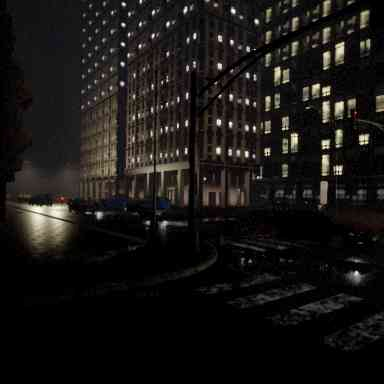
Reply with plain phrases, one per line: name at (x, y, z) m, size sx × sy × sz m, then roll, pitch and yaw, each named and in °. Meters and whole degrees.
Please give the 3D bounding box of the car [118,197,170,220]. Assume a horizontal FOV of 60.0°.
car at (-3.916, 1.428, 27.482) m, size 2.128 × 1.511 × 4.902 m, roll 1°, pitch -1°, yaw -35°

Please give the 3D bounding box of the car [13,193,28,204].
car at (-30.554, 1.155, 60.506) m, size 2.192 × 1.841 × 5.009 m, roll 1°, pitch -1°, yaw -35°

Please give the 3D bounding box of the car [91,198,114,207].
car at (-13.912, 1.586, 51.543) m, size 1.947 × 1.339 × 4.313 m, roll 1°, pitch -1°, yaw -35°

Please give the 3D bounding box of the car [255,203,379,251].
car at (5.357, 1.458, 14.416) m, size 1.882 × 1.535 × 5.008 m, roll 1°, pitch 0°, yaw -35°

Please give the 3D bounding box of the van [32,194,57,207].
van at (-20.738, 1.197, 46.692) m, size 1.690 × 1.788 × 3.998 m, roll 1°, pitch -1°, yaw -35°

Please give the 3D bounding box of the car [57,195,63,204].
car at (-24.924, 1.307, 62.575) m, size 2.097 × 1.767 × 4.553 m, roll 1°, pitch -1°, yaw -35°

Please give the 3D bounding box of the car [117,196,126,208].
car at (-7.368, 1.584, 42.334) m, size 2.008 × 1.369 × 4.403 m, roll 1°, pitch -1°, yaw -35°

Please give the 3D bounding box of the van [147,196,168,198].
van at (-4.093, 1.381, 37.732) m, size 1.690 × 1.788 × 3.998 m, roll 1°, pitch -1°, yaw -35°

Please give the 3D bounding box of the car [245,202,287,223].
car at (5.722, 1.504, 23.917) m, size 1.967 × 1.590 × 4.097 m, roll 1°, pitch -1°, yaw -35°

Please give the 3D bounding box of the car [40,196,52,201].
car at (-36.816, 1.570, 83.774) m, size 1.802 × 1.307 × 4.206 m, roll 1°, pitch -1°, yaw -35°

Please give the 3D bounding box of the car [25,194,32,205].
car at (-24.014, 1.432, 51.294) m, size 1.802 × 1.307 × 4.206 m, roll 1°, pitch -1°, yaw -35°

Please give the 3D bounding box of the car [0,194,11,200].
car at (-46.820, 1.365, 83.390) m, size 1.752 × 1.417 × 4.829 m, roll 1°, pitch -1°, yaw -35°

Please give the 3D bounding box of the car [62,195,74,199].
car at (-18.938, 1.456, 54.147) m, size 2.128 × 1.511 × 4.902 m, roll 1°, pitch -1°, yaw -35°

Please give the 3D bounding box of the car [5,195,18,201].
car at (-40.372, 1.377, 74.317) m, size 2.008 × 1.369 × 4.403 m, roll 1°, pitch -1°, yaw -35°

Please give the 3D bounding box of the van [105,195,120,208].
van at (-10.636, 1.367, 46.941) m, size 1.690 × 1.788 × 3.998 m, roll 1°, pitch -1°, yaw -35°

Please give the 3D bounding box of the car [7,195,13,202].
car at (-37.101, 1.396, 69.712) m, size 1.947 × 1.339 × 4.313 m, roll 1°, pitch -1°, yaw -35°

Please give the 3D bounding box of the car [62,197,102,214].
car at (-10.927, 1.426, 32.877) m, size 2.008 × 1.369 × 4.403 m, roll 1°, pitch -1°, yaw -35°

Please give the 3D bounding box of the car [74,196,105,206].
car at (-12.400, 1.519, 39.440) m, size 1.895 × 1.301 × 4.718 m, roll 1°, pitch -1°, yaw -35°
